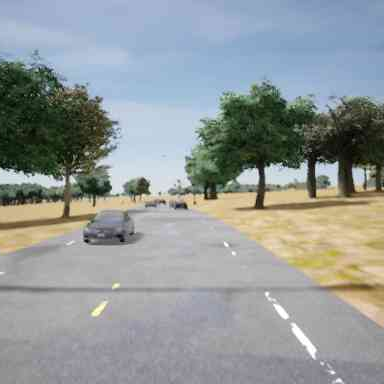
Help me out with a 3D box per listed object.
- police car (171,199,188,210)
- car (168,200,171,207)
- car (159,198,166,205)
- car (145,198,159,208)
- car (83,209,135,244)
[{"bbox_3d":[-1.742,1.858,51.129,1.930,1.638,5.238,0,-1,-6],"label":"police car"},{"bbox_3d":[-2.905,2.135,61.006,1.812,1.442,4.674,0,-1,-7],"label":"car"},{"bbox_3d":[-7.584,2.464,84.988,1.837,1.490,4.892,0,-1,-10],"label":"car"},{"bbox_3d":[-7.293,2.135,58.936,1.994,1.385,4.181,0,-1,-6],"label":"car"},{"bbox_3d":[-3.946,1.594,16.476,1.812,1.442,4.674,0,0,-2],"label":"car"}]
